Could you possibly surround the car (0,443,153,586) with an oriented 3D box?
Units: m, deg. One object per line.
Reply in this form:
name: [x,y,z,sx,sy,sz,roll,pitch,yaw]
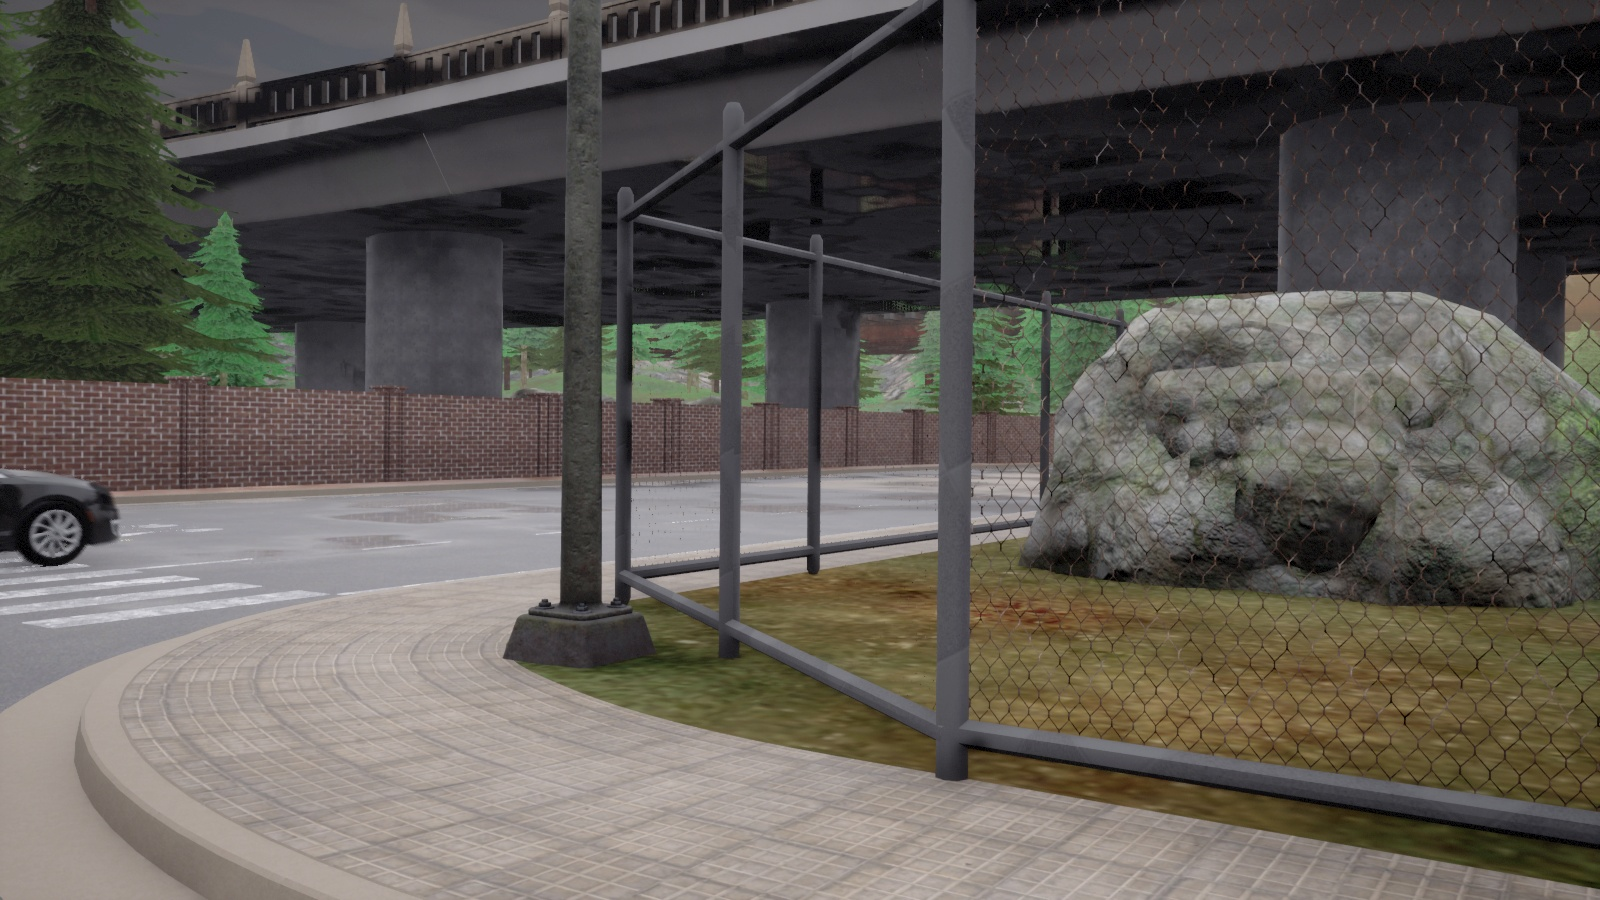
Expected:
car: [-9.603,0.695,12.992,1.837,1.490,4.892,0,1,33]
